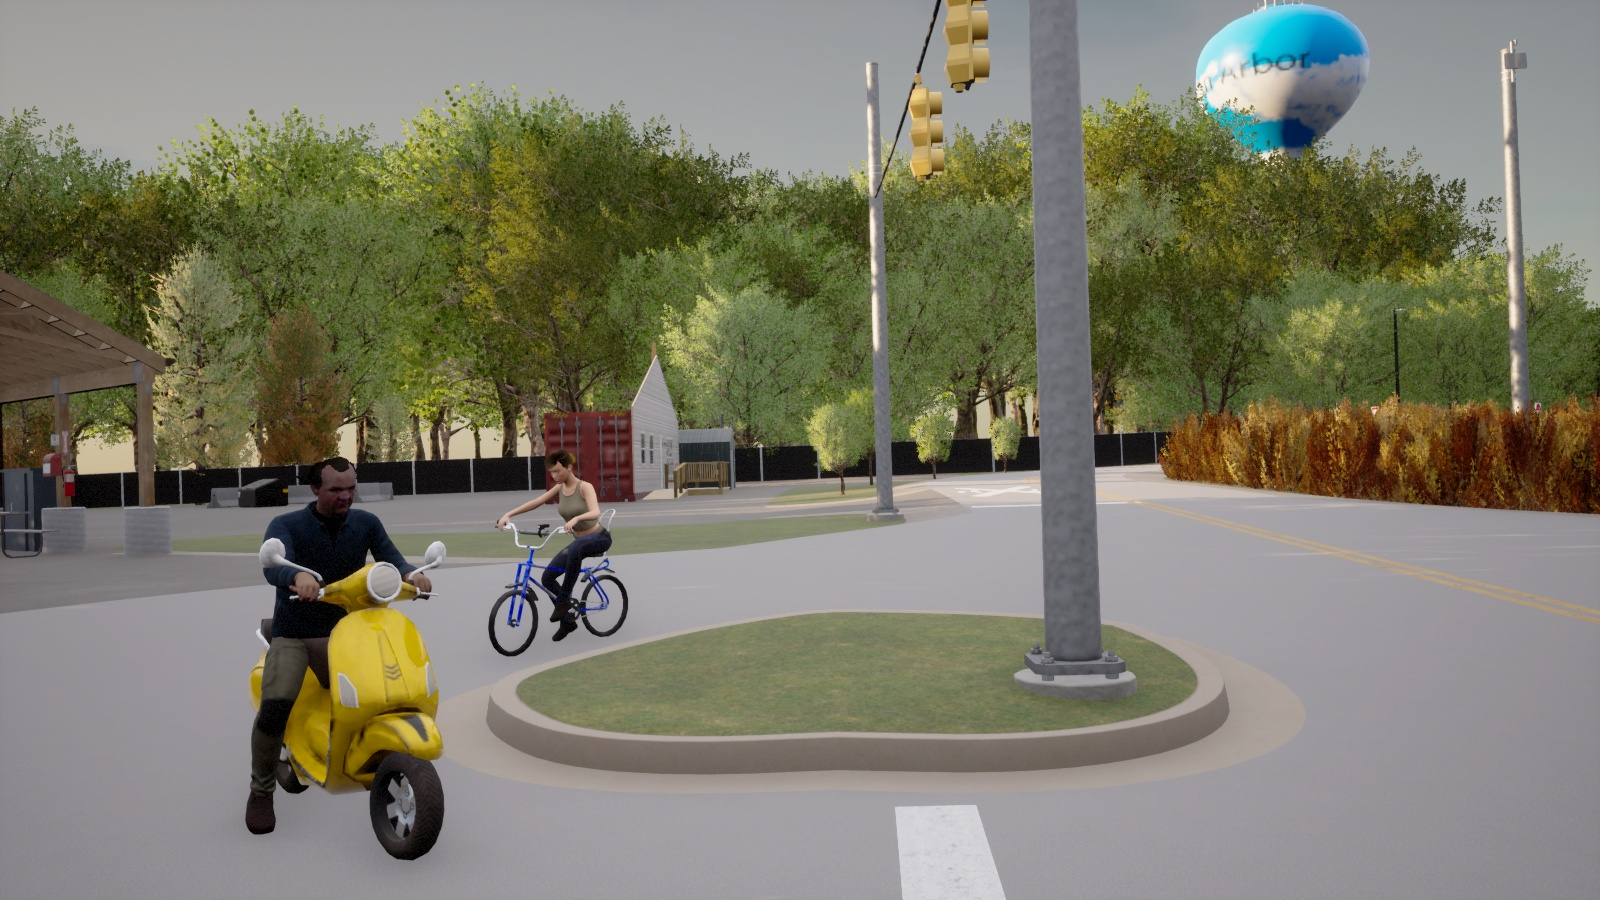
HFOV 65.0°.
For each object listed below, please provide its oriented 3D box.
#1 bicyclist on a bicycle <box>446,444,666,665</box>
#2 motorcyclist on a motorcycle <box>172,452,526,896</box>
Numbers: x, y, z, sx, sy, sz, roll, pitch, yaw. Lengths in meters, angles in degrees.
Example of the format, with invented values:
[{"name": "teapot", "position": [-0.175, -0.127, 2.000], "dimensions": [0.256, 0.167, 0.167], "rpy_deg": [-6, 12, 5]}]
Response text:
[{"name": "bicyclist on a bicycle", "position": [-1.979, 0.793, 10.330], "dimensions": [0.866, 1.612, 1.509], "rpy_deg": [-1, 2, 39]}, {"name": "motorcyclist on a motorcycle", "position": [-2.027, 0.809, 5.480], "dimensions": [0.866, 1.590, 1.817], "rpy_deg": [0, 0, -40]}]
